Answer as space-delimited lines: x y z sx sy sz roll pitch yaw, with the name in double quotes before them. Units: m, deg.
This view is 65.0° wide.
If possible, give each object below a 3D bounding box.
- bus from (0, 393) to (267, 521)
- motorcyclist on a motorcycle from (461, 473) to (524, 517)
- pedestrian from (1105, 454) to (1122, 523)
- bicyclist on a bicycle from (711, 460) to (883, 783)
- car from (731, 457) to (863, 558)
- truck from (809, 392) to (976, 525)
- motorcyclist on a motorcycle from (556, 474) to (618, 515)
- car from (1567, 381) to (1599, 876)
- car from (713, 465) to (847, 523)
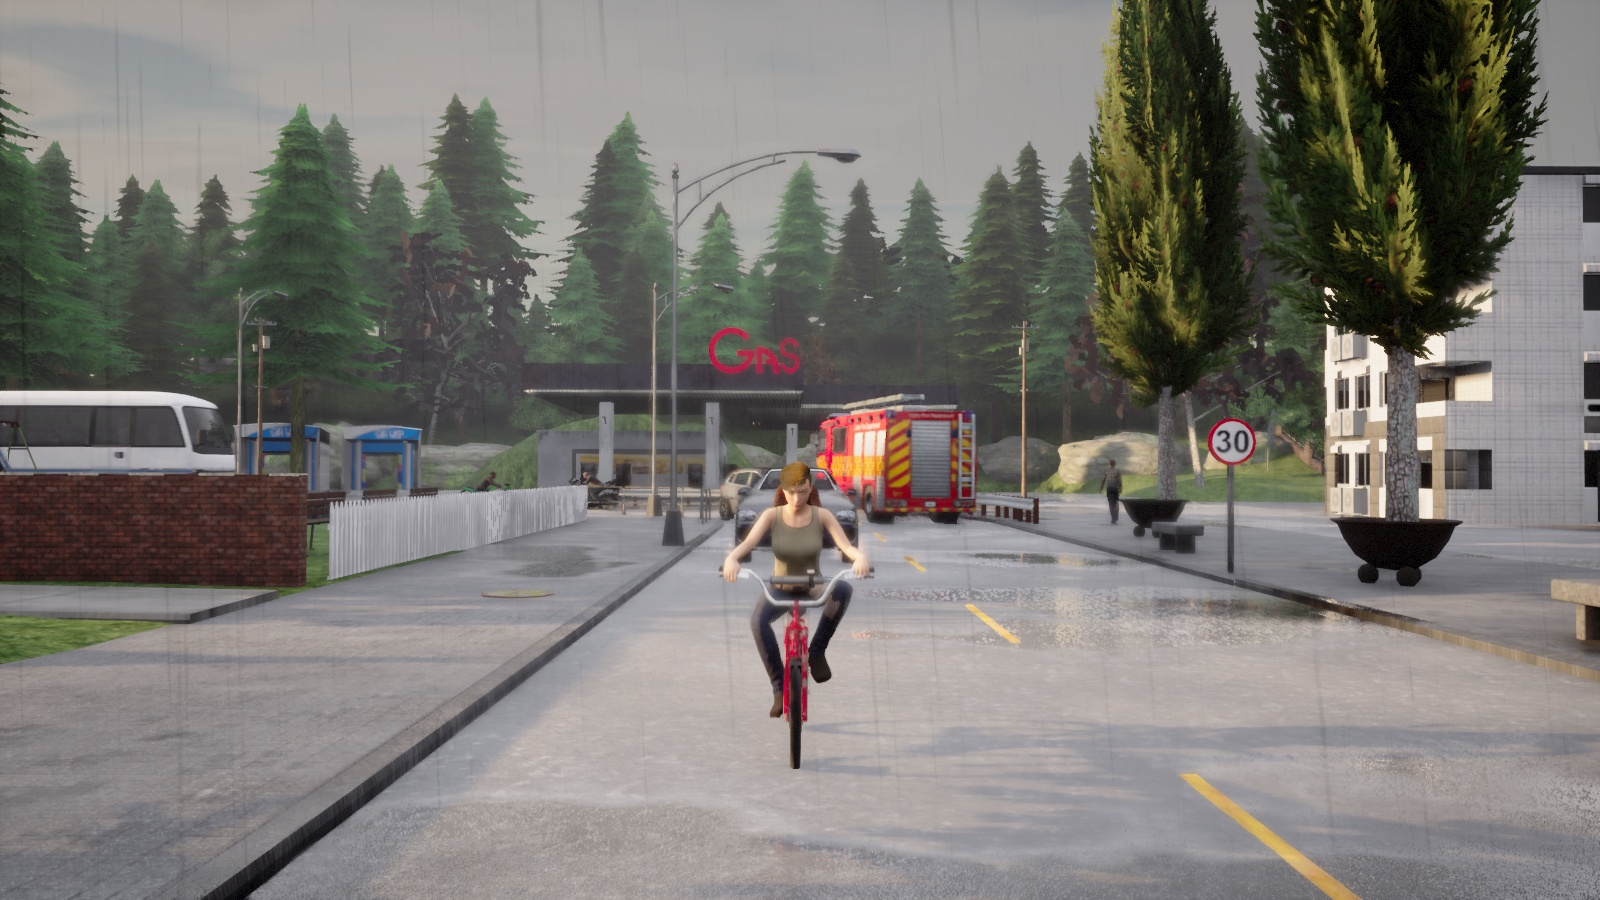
"bus" -24.654 0.273 43.986 10.273 4.253 3.944 0 -1 0
"motorcyclist on a motorcycle" -10.771 1.577 44.020 2.044 1.523 0.797 0 -1 0
"pedestrian" 8.999 1.091 35.993 0.423 1.949 0.788 -1 -1 17
"bicyclist on a bicycle" -0.011 0.871 7.094 0.866 1.612 1.509 0 0 0
"car" -0.043 0.979 23.012 2.152 1.651 5.027 0 -1 0
"truck" 2.747 0.324 40.806 2.891 3.827 8.468 0 -1 -14
"motorcyclist on a motorcycle" -8.144 1.686 47.990 2.191 1.530 0.866 0 0 6
"car" 3.993 0.645 3.018 1.905 1.878 3.866 0 -1 0
"car" -0.693 1.308 38.516 2.242 1.667 4.611 1 -1 -28
